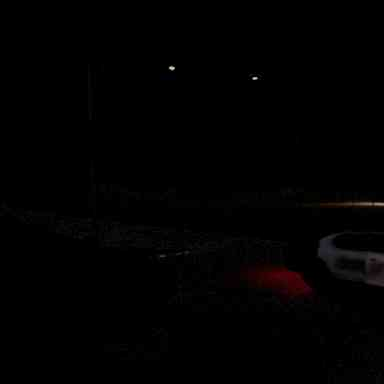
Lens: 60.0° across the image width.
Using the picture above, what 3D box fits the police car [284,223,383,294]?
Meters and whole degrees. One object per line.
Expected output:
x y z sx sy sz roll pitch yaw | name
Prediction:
4.572 1.514 7.366 2.038 1.542 4.974 -1 -2 -36 | police car
